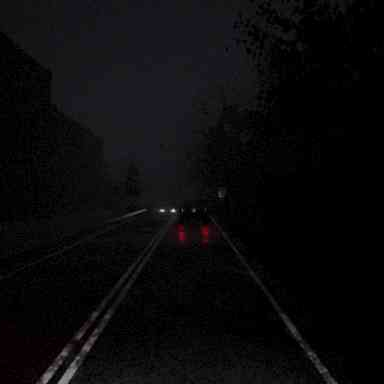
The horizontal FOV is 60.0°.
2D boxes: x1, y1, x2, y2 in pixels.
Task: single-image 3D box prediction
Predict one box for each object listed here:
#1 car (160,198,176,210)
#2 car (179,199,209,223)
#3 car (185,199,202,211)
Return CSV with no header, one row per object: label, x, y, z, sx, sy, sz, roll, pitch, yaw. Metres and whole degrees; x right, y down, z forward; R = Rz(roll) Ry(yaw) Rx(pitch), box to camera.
car,-3.215,1.607,44.903,1.812,1.442,4.674,0,-1,0
car,0.140,1.289,24.654,2.097,1.767,4.553,0,0,0
car,0.205,1.595,41.824,2.033,1.411,5.357,0,-1,0
